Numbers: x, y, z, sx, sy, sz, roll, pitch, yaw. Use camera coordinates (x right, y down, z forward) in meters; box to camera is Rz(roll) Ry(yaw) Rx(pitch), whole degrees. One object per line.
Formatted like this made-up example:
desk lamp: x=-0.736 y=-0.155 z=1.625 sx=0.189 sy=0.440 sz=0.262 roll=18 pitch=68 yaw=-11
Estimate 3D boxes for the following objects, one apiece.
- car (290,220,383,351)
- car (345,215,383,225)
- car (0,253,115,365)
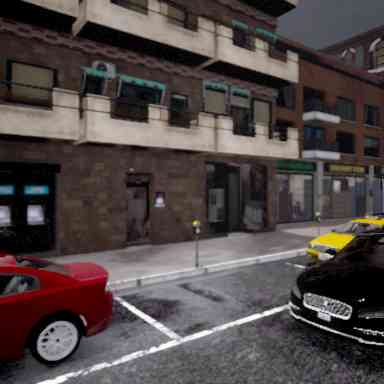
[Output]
car: x=3.834 y=1.455 z=6.058 sx=4.892 sy=1.490 sz=1.837 roll=-1 pitch=1 yaw=-35
car: x=5.589 y=1.447 z=10.542 sx=4.829 sy=1.417 sz=1.752 roll=-1 pitch=1 yaw=-36
car: x=-3.264 y=1.547 z=4.226 sx=4.507 sy=1.381 sz=1.887 roll=-1 pitch=1 yaw=-36
